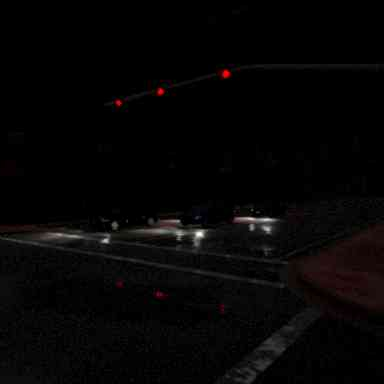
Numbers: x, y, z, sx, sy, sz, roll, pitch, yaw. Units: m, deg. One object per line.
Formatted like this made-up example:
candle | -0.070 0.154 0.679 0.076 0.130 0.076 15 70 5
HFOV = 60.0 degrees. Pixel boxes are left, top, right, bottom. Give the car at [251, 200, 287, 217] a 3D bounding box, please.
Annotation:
car | 7.318 1.532 31.386 1.837 1.490 4.892 -1 0 38

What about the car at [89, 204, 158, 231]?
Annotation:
car | -4.404 1.615 21.972 1.882 1.535 5.008 -1 0 38

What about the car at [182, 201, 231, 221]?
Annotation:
car | 1.402 1.599 29.483 1.837 1.490 4.892 -1 0 38

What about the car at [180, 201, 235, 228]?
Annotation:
car | 1.169 1.551 23.464 1.882 1.535 5.008 -1 0 38
